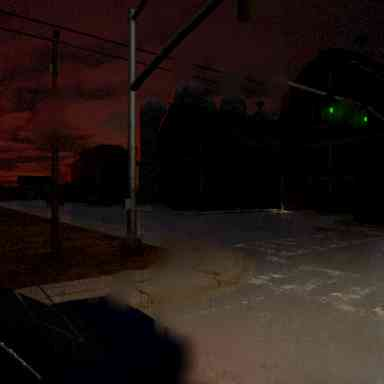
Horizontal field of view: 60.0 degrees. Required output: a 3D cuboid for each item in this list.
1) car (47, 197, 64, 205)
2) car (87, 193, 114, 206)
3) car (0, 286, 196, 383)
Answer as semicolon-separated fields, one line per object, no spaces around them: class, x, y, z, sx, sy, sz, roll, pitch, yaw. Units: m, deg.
car;-23.339;1.537;56.662;1.994;1.385;4.181;0;0;-36
car;-13.807;1.118;50.592;3.866;1.878;1.905;-2;5;11
car;-2.356;1.601;2.489;4.718;1.301;1.895;0;0;-37
